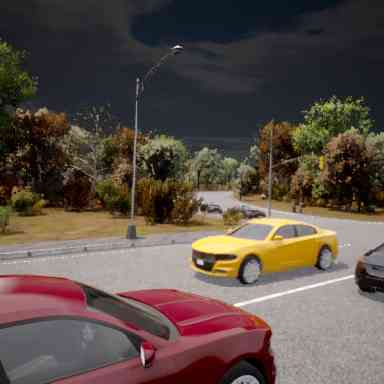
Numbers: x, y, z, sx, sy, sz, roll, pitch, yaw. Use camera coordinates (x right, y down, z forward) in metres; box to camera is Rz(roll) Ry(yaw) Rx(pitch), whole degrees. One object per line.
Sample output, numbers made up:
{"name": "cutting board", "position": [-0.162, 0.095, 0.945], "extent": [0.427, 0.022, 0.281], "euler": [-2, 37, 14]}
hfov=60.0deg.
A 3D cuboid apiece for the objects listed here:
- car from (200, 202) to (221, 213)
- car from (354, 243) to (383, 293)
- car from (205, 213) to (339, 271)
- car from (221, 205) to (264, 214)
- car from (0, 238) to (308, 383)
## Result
{"name": "car", "position": [2.508, 2.079, 44.727], "extent": [1.994, 1.385, 4.181], "euler": [3, 0, -19]}
{"name": "car", "position": [5.734, 1.664, 7.893], "extent": [4.181, 1.385, 1.994], "euler": [1, -1, -35]}
{"name": "car", "position": [2.270, 1.545, 9.830], "extent": [5.008, 1.535, 1.882], "euler": [1, -1, -35]}
{"name": "car", "position": [5.749, 2.175, 36.024], "extent": [2.033, 1.411, 5.357], "euler": [3, -1, -26]}
{"name": "car", "position": [-1.413, 1.479, 2.737], "extent": [5.008, 1.535, 1.882], "euler": [0, 0, -36]}
